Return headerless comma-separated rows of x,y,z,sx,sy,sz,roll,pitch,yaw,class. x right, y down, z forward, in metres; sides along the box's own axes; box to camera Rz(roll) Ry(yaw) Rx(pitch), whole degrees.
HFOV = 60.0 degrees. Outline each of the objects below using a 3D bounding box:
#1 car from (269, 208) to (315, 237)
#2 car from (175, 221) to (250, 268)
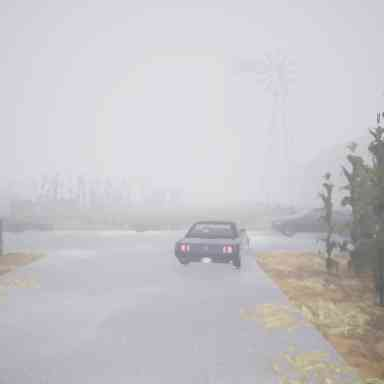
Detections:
6.492,1.578,17.830,4.674,1.442,1.812,0,0,0,car
0.895,1.635,11.515,1.895,1.301,4.718,0,0,12,car
